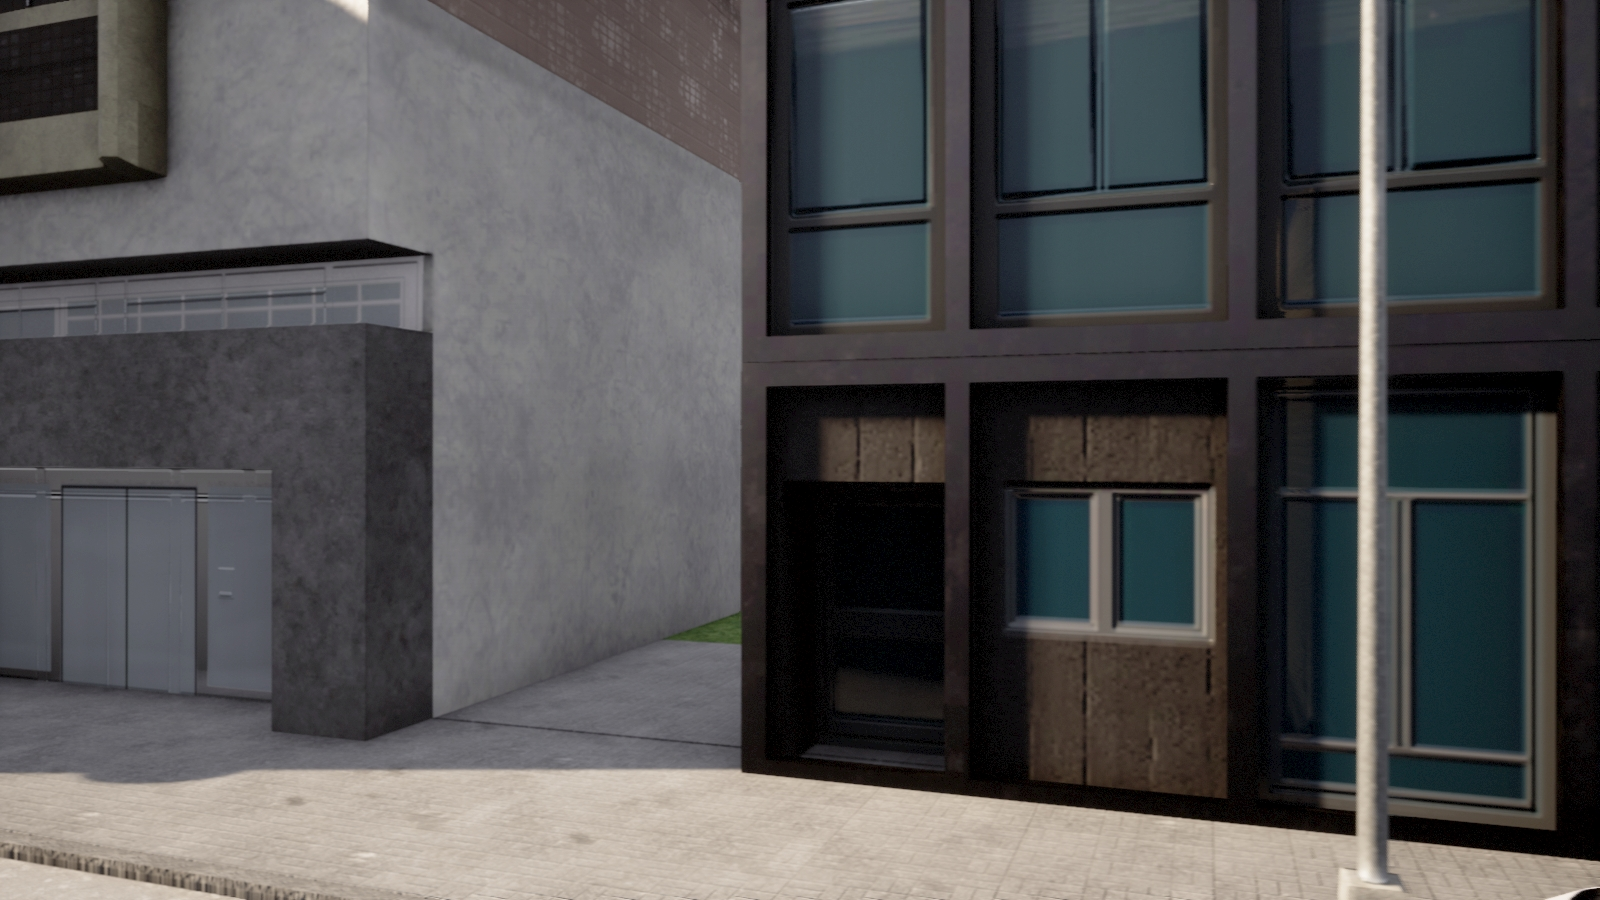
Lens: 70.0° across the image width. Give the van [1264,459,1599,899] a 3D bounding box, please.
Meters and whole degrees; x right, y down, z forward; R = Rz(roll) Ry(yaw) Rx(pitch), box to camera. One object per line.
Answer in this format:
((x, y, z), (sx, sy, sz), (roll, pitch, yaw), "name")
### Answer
((4.157, 1.316, 2.278), (5.915, 2.561, 1.988), (0, 0, 20), "van")
